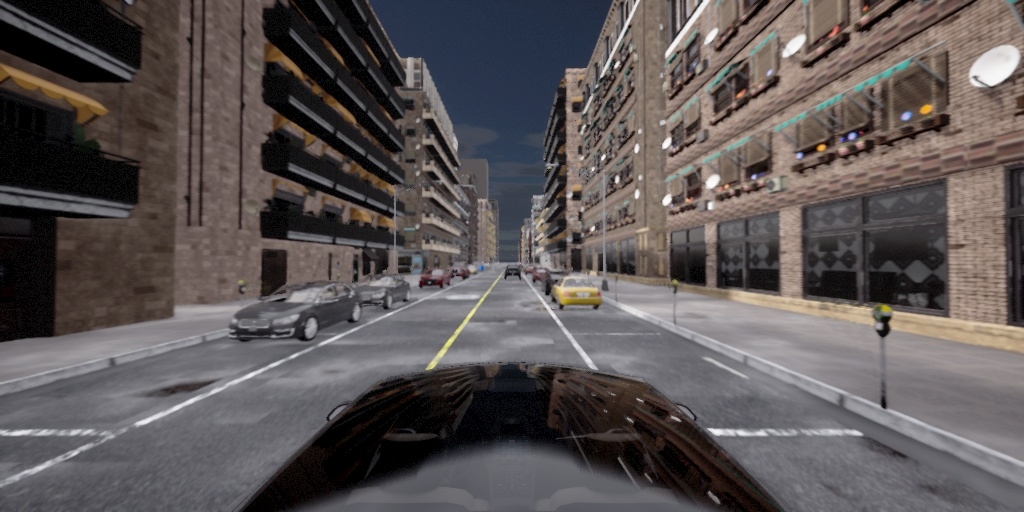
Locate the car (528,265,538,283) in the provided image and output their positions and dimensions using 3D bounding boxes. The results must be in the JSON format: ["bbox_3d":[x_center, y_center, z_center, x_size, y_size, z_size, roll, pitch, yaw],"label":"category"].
[{"bbox_3d":[2.690,1.721,32.587,1.802,1.307,4.207,0,0,0],"label":"car"}]

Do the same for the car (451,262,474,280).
[{"bbox_3d":[-5.691,1.525,38.228,2.192,1.841,5.009,0,0,0],"label":"car"}]

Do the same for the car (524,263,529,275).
[{"bbox_3d":[2.691,1.934,49.495,1.802,1.307,4.207,0,0,0],"label":"car"}]

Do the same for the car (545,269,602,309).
[{"bbox_3d":[2.690,1.452,15.849,1.751,1.417,4.829,0,0,0],"label":"car"}]

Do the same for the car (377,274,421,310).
[{"bbox_3d":[-5.692,1.477,15.684,2.007,1.370,4.403,0,0,0],"label":"car"}]

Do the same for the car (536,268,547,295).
[{"bbox_3d":[2.690,1.563,21.315,1.948,1.339,4.313,0,0,0],"label":"car"}]

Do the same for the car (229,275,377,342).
[{"bbox_3d":[-5.691,1.406,10.047,2.007,1.370,4.403,0,0,0],"label":"car"}]

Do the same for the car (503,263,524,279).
[{"bbox_3d":[0.100,1.743,40.505,1.837,1.490,4.892,0,-1,0],"label":"car"}]

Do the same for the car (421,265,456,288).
[{"bbox_3d":[-5.691,1.614,26.956,1.888,1.381,4.507,0,0,0],"label":"car"}]

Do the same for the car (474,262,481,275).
[{"bbox_3d":[-5.690,1.878,49.328,1.751,1.417,4.829,0,0,0],"label":"car"}]

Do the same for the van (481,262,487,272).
[{"bbox_3d":[-5.690,1.836,60.770,1.690,1.789,3.998,0,0,0],"label":"van"}]
